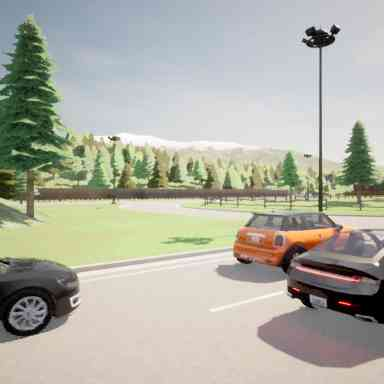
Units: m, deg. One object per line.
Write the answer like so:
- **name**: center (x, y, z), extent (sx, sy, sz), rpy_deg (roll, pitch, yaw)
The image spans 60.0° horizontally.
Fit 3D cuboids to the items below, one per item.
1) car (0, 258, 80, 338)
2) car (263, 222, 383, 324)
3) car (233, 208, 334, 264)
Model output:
- **car**: center (-4.244, 1.504, 5.019), extent (4.892, 1.490, 1.837), rpy_deg (0, 0, -35)
- **car**: center (3.958, 1.491, 6.600), extent (4.902, 1.511, 2.128), rpy_deg (0, 0, -35)
- **car**: center (3.522, 1.352, 10.575), extent (4.553, 1.767, 2.097), rpy_deg (0, 0, -35)
